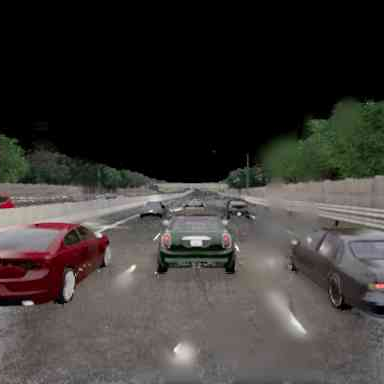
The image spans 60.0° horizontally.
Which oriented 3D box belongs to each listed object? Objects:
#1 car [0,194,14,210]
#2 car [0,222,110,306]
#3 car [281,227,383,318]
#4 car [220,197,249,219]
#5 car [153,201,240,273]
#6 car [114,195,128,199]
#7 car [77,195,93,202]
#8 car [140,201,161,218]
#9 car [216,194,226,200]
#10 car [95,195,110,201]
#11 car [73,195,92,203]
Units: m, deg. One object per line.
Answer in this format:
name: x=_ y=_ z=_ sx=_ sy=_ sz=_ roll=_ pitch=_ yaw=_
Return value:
car: x=-14.032 y=1.175 z=21.993 sx=2.150 sy=2.045 sz=5.566 roll=0 pitch=0 yaw=0
car: x=-3.386 y=1.460 z=8.077 sx=1.882 sy=1.535 sz=5.008 roll=0 pitch=0 yaw=0
car: x=3.610 y=1.531 z=7.666 sx=2.033 sy=1.411 sz=5.357 roll=0 pitch=0 yaw=0
car: x=3.702 y=1.447 z=28.414 sx=1.837 sy=1.490 sz=4.892 roll=0 pitch=0 yaw=0
car: x=0.121 y=1.329 z=10.708 sx=2.097 sy=1.767 sz=4.553 roll=0 pitch=0 yaw=0
car: x=-13.563 y=1.354 z=63.804 sx=1.882 sy=1.535 sz=5.008 roll=0 pitch=0 yaw=1
car: x=-23.295 y=1.359 z=72.635 sx=2.128 sy=1.511 sz=4.902 roll=0 pitch=0 yaw=-2
car: x=-3.294 y=1.504 z=29.011 sx=1.994 sy=1.385 sz=4.181 roll=0 pitch=0 yaw=0
car: x=7.704 y=1.237 z=85.511 sx=2.128 sy=1.511 sz=4.902 roll=0 pitch=0 yaw=2
car: x=-17.061 y=1.381 z=63.850 sx=2.128 sy=1.511 sz=4.902 roll=0 pitch=0 yaw=1
car: x=-20.589 y=1.438 z=62.114 sx=1.994 sy=1.385 sz=4.181 roll=0 pitch=0 yaw=1
